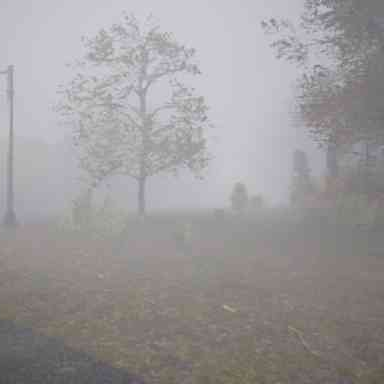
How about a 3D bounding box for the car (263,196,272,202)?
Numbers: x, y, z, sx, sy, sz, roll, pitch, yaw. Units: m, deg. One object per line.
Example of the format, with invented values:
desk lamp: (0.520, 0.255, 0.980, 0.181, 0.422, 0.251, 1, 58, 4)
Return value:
car: (18.853, 1.884, 84.498, 1.837, 1.490, 4.892, 0, 0, 36)
